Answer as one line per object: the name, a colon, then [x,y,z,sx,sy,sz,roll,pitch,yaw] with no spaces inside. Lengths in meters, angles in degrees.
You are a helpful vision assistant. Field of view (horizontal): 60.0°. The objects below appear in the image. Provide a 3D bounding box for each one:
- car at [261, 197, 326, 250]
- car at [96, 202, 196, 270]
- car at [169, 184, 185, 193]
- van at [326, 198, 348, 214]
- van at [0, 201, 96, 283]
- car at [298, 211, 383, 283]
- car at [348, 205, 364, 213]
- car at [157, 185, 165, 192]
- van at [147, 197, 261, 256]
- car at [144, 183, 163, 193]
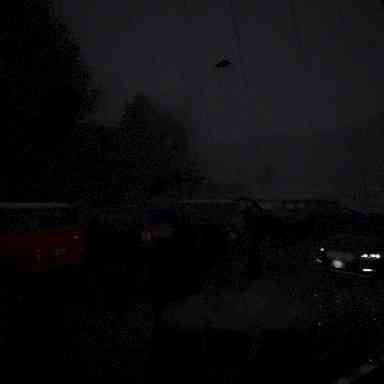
car: [2.537,1.233,14.608,5.566,2.045,2.435,-1,-1,36]
car: [-2.453,1.368,11.265,4.553,1.767,2.185,-1,0,36]
car: [-2.700,-0.620,61.556,2.163,1.488,4.792,1,6,17]
van: [4.909,1.256,16.354,4.442,1.987,1.878,-1,0,36]
van: [-5.070,1.274,9.679,4.442,1.987,1.878,-1,0,36]
car: [5.539,1.476,9.448,4.902,1.511,2.128,0,0,-35]
car: [7.502,1.475,17.947,5.008,1.535,2.097,-1,0,36]
car: [-5.073,-0.783,63.330,2.231,1.521,4.892,1,6,16]
van: [0.114,1.262,12.889,4.442,1.987,1.878,-1,-1,36]
car: [-7.482,-0.868,65.045,2.002,1.452,4.674,0,6,16]
